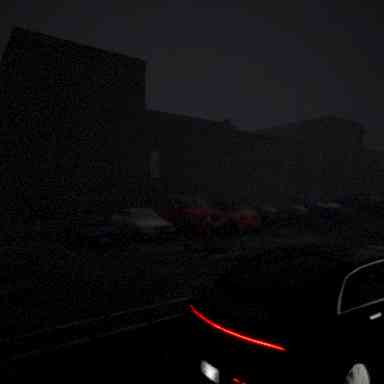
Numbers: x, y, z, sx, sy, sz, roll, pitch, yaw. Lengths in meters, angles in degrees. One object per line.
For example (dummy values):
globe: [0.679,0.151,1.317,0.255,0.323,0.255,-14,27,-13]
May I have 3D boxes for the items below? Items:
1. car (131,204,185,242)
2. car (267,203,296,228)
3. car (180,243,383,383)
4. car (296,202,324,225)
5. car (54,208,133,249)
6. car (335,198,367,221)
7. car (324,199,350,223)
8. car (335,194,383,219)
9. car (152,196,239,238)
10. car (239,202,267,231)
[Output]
car: [-2.625,1.540,16.785,2.002,1.452,4.674,0,0,-36]
car: [4.003,1.519,21.516,2.002,1.452,4.674,0,0,-36]
car: [2.146,1.501,4.665,4.892,1.490,1.837,0,0,-36]
car: [6.353,1.511,23.196,2.002,1.452,4.674,0,0,-36]
car: [-4.850,1.536,15.155,2.163,1.488,4.792,0,0,-36]
car: [10.836,1.497,26.407,2.002,1.452,4.674,0,0,-36]
car: [8.598,1.463,24.797,2.097,1.535,5.008,0,0,-36]
car: [15.340,1.196,29.588,2.435,2.045,5.566,0,0,-36]
car: [-0.363,1.242,18.363,2.435,2.045,5.566,0,0,-36]
car: [1.882,1.361,19.965,2.185,1.767,4.553,0,0,-36]
